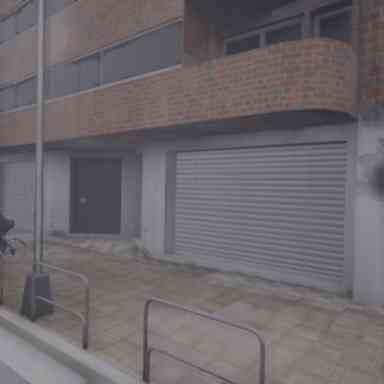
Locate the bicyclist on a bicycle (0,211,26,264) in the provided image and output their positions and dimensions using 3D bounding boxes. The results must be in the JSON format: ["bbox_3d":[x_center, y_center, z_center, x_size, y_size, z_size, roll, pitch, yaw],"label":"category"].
[{"bbox_3d":[-4.934,1.078,8.257,0.582,1.620,1.656,2,1,38],"label":"bicyclist on a bicycle"}]
